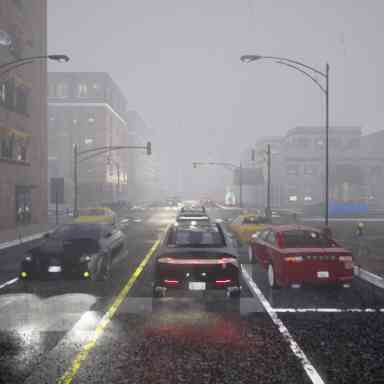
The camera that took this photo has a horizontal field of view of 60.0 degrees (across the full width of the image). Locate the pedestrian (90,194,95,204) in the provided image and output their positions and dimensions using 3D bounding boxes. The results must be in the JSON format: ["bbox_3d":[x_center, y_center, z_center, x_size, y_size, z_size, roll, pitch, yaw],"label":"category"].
[{"bbox_3d":[-12.725,1.083,42.248,0.375,1.860,0.375,0,0,-1],"label":"pedestrian"}]

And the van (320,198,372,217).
[{"bbox_3d":[14.589,1.415,31.190,3.998,1.788,1.690,0,0,-1],"label":"van"}]

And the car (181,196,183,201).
[{"bbox_3d":[-3.154,1.574,69.200,1.812,1.442,4.674,0,0,0],"label":"car"}]

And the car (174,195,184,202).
[{"bbox_3d":[-3.180,1.572,81.092,2.128,1.511,4.902,0,0,0],"label":"car"}]

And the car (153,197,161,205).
[{"bbox_3d":[-5.826,1.584,58.535,2.008,1.369,4.403,0,0,0],"label":"car"}]

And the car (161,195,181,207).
[{"bbox_3d":[-3.208,1.516,51.665,2.128,1.511,4.902,0,0,0],"label":"car"}]

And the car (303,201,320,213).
[{"bbox_3d":[14.582,1.599,36.979,4.181,1.385,1.994,0,0,-1],"label":"car"}]

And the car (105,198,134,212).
[{"bbox_3d":[-9.053,1.471,37.477,4.902,1.511,2.128,0,1,-24],"label":"car"}]

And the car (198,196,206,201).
[{"bbox_3d":[2.491,1.629,87.049,2.008,1.369,4.403,-1,0,0],"label":"car"}]

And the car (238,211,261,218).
[{"bbox_3d":[2.652,1.527,14.870,1.752,1.417,4.829,0,0,0],"label":"car"}]

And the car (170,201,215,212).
[{"bbox_3d":[0.060,1.494,18.828,2.128,1.511,4.902,0,0,0],"label":"car"}]

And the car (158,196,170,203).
[{"bbox_3d":[-5.851,1.600,69.928,2.008,1.369,4.403,0,0,0],"label":"car"}]

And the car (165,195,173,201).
[{"bbox_3d":[-5.890,1.603,86.848,1.752,1.417,4.829,0,0,0],"label":"car"}]

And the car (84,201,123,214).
[{"bbox_3d":[-5.741,1.529,20.213,1.752,1.417,4.829,0,0,0],"label":"car"}]

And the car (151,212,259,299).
[{"bbox_3d":[0.084,1.491,8.459,2.128,1.511,4.902,0,0,0],"label":"car"}]

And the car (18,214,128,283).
[{"bbox_3d":[-3.121,1.564,9.546,1.994,1.385,4.181,0,0,0],"label":"car"}]

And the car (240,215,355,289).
[{"bbox_3d":[2.665,1.545,9.003,1.887,1.381,4.507,0,0,0],"label":"car"}]

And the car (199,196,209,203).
[{"bbox_3d":[2.529,1.600,69.959,2.008,1.369,4.403,0,0,0],"label":"car"}]

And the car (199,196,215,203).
[{"bbox_3d":[2.566,1.466,52.869,1.967,1.590,4.097,0,0,0],"label":"car"}]
